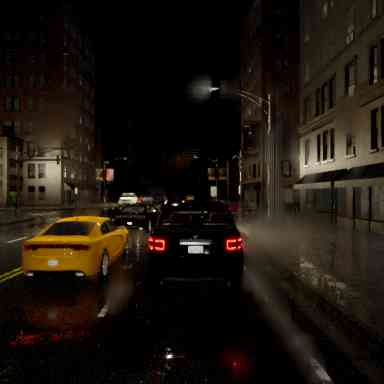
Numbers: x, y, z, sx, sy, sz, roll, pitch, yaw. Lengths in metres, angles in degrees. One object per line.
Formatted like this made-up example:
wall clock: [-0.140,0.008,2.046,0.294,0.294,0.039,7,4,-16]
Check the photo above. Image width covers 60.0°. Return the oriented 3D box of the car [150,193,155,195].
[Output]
car: [-6.884,1.534,68.546,2.033,1.411,5.357,0,0,0]

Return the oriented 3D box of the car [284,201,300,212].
car: [12.569,1.600,37.742,4.181,1.385,1.994,0,0,0]

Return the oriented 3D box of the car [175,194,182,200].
car: [-3.760,1.347,91.436,1.837,1.490,4.892,0,0,0]

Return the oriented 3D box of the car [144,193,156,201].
car: [-10.203,1.176,81.399,2.150,2.045,5.566,0,0,0]

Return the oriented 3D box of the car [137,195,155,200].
car: [-6.885,1.541,52.337,2.033,1.411,5.357,0,0,-1]

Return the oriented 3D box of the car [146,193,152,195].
car: [-10.134,1.339,68.938,2.097,1.767,4.553,0,0,0]

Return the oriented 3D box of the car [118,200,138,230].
car: [-3.258,1.477,19.784,1.882,1.535,5.008,0,0,0]

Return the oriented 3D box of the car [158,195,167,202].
car: [-6.940,1.460,78.987,1.882,1.535,5.008,0,0,0]

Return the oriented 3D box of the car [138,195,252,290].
car: [0.051,1.221,9.210,2.150,2.045,5.566,0,0,0]

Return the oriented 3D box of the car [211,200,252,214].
car: [4.214,1.568,35.278,4.181,1.385,1.994,0,0,10]

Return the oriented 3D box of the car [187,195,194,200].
car: [-0.510,1.442,91.484,1.895,1.301,4.718,0,0,0]

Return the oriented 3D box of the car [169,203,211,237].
car: [-0.103,1.491,19.077,2.128,1.511,4.902,0,0,0]

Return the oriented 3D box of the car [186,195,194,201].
car: [-0.451,1.457,81.034,1.882,1.535,5.008,0,0,0]

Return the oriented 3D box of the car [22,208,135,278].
car: [-3.205,1.478,10.124,1.882,1.535,5.008,0,0,0]

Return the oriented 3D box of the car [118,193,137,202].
car: [-10.140,1.211,52.810,2.150,2.045,5.566,0,0,-1]
